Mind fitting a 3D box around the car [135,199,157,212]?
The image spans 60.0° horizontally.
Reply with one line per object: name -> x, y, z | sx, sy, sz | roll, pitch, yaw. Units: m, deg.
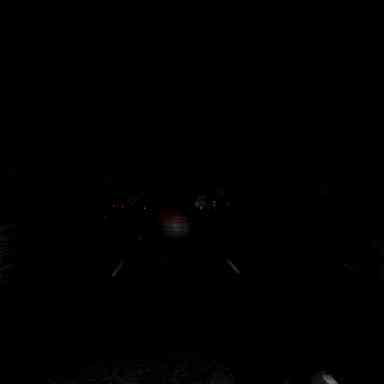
car -> -6.008, 1.753, 43.542 | 1.837, 1.490, 4.892 | 0, 0, -3

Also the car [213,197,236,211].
car -> 4.474, 1.555, 44.149 | 2.097, 1.767, 4.553 | 0, 0, -3

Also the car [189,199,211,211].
car -> 1.004, 1.742, 43.550 | 1.812, 1.442, 4.674 | 0, 0, -3

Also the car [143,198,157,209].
car -> -6.564, 1.775, 52.695 | 1.882, 1.535, 5.008 | 0, 0, -3

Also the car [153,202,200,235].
car -> -0.947, 1.595, 19.477 | 2.128, 1.511, 4.902 | 0, 0, -3

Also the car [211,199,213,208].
car -> 3.916, 1.743, 53.332 | 2.128, 1.511, 4.902 | 0, 0, -3

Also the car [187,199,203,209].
car -> 0.423, 1.814, 53.119 | 2.033, 1.411, 5.357 | 0, 0, -3

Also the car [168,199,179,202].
car -> -2.615, 1.755, 47.070 | 1.837, 1.490, 4.892 | 0, 0, -3

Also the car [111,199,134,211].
car -> -9.474, 1.816, 44.338 | 2.033, 1.411, 5.357 | 0, 0, -4
